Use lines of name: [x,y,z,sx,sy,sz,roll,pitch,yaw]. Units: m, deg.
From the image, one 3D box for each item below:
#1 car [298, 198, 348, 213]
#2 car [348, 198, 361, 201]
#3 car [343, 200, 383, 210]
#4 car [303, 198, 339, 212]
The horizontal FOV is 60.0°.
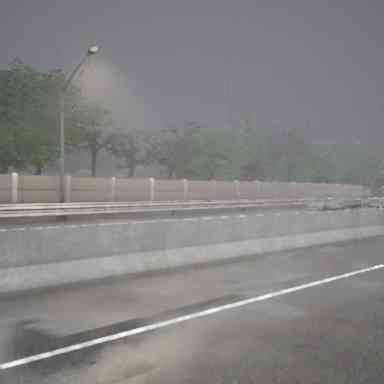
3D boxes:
car: [11.319,1.526,29.166,4.674,1.442,1.812,0,0,-35]
car: [18.286,1.513,38.310,4.892,1.490,1.837,0,0,-35]
car: [14.801,1.602,27.341,4.718,1.301,1.895,0,0,-35]
car: [15.450,1.511,39.750,4.892,1.490,1.837,0,0,-38]
